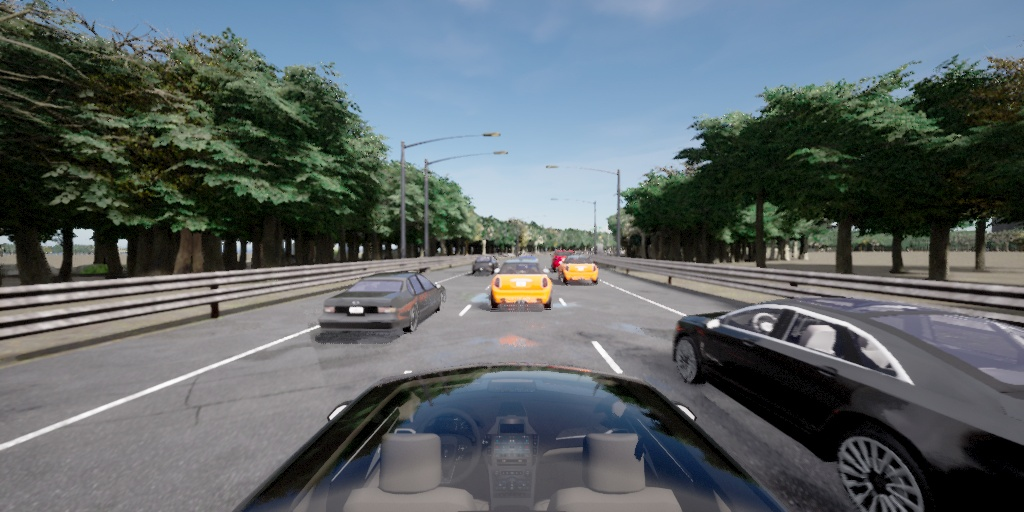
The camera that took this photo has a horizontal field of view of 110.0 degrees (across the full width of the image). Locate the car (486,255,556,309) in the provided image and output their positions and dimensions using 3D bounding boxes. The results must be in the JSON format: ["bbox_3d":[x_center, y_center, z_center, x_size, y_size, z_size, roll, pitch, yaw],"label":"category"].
[{"bbox_3d":[0.372,0.912,13.954,2.097,1.767,4.553,0,1,2],"label":"car"}]

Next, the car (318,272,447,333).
[{"bbox_3d":[-3.261,1.165,10.177,2.033,1.411,5.357,0,1,1],"label":"car"}]

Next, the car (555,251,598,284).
[{"bbox_3d":[4.176,0.769,23.181,2.097,1.767,4.553,0,1,3],"label":"car"}]

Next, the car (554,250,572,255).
[{"bbox_3d":[5.022,0.454,35.001,2.150,2.045,5.566,0,1,5],"label":"car"}]

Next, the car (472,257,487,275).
[{"bbox_3d":[-2.214,0.788,30.787,2.128,1.511,4.902,0,1,4],"label":"car"}]

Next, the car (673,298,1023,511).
[{"bbox_3d":[3.530,1.208,3.953,2.128,1.511,4.902,0,1,1],"label":"car"}]
